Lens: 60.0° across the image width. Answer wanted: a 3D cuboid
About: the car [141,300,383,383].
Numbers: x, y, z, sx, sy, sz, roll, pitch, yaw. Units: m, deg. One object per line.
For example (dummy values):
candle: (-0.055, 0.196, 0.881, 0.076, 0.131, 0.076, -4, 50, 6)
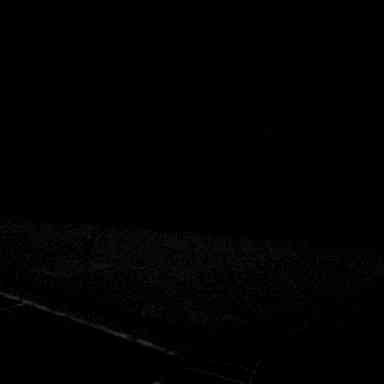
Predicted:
car: (1.422, 1.439, 1.951, 4.097, 1.590, 1.967, 0, 0, 35)
